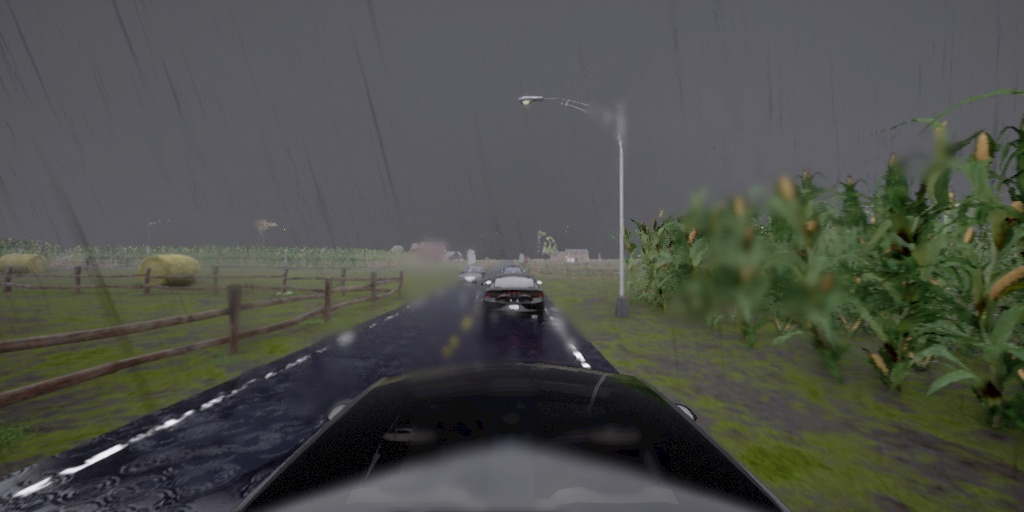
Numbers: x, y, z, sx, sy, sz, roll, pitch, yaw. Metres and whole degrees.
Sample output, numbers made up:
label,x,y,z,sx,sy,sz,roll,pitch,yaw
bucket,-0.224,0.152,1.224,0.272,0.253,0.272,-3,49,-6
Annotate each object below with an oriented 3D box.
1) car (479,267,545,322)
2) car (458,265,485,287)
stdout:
label,x,y,z,sx,sy,sz,roll,pitch,yaw
car,0.076,1.321,12.757,1.882,1.535,5.008,0,0,0
car,-2.865,1.455,27.022,2.128,1.511,4.902,0,0,0
